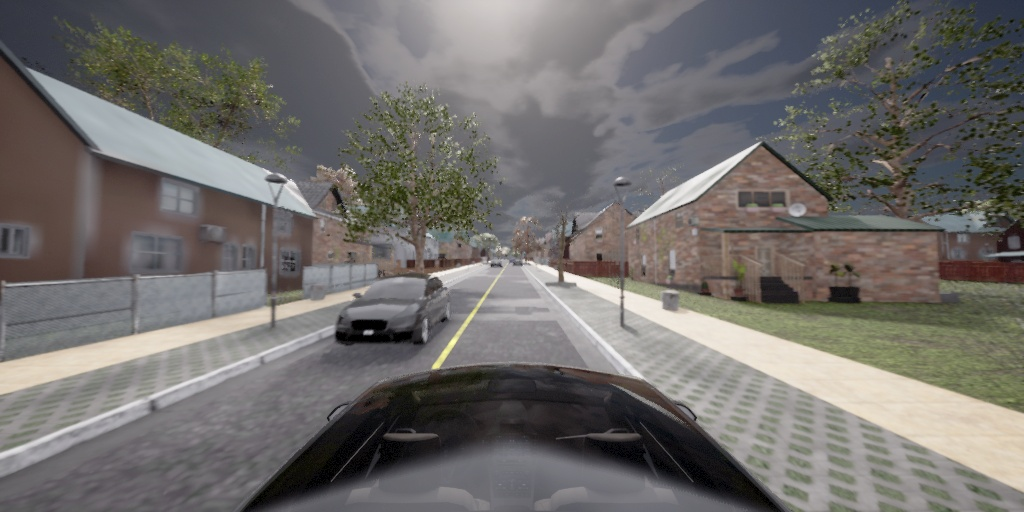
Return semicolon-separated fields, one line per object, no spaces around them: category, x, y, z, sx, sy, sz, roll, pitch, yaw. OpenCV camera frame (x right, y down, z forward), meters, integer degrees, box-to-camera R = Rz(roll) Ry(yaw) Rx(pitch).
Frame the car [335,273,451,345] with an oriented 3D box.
car;-2.832;1.254;9.519;1.837;1.490;4.892;0;0;0

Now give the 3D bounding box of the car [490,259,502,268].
car;-2.650;1.208;60.666;1.882;1.535;5.008;0;0;1
